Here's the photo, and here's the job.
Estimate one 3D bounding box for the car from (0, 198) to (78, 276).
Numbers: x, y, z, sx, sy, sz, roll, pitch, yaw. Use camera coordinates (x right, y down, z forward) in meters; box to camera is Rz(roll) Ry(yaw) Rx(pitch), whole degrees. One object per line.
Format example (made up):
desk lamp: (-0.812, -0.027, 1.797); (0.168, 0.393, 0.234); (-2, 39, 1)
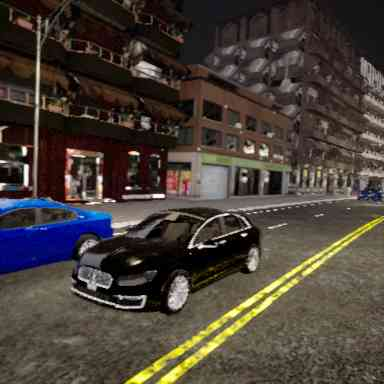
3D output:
car: (-3.943, 0.914, 7.060); (1.882, 1.535, 5.008); (4, 4, 34)

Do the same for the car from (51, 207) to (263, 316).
car: (-0.106, 1.116, 6.931); (1.837, 1.490, 4.892); (4, 4, 34)

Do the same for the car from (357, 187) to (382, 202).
car: (22.466, 0.217, 41.954); (2.097, 1.767, 4.553); (5, 4, 40)
